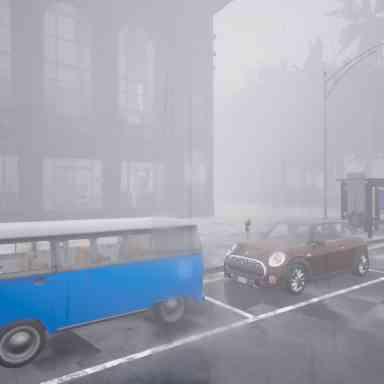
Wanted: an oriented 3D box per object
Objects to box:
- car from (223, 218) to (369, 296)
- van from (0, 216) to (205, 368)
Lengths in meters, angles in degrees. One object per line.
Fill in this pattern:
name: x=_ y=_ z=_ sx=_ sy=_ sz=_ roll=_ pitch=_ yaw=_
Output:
car: x=2.740 y=1.439 z=8.600 sx=4.097 sy=1.590 sz=1.967 roll=0 pitch=0 yaw=-35
van: x=-1.680 y=1.341 z=5.453 sx=3.998 sy=1.788 sz=1.690 roll=0 pitch=0 yaw=-35
